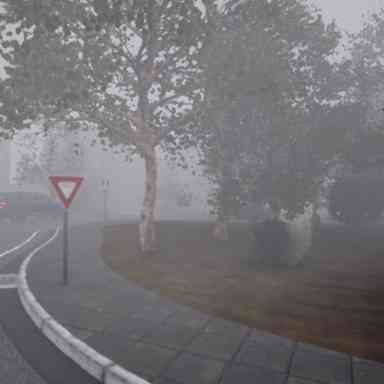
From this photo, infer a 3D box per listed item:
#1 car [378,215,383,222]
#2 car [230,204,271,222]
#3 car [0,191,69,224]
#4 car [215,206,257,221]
[{"bbox_3d":[29.946,4.313,54.460,4.718,1.301,1.895,3,-1,-37],"label":"car"},{"bbox_3d":[7.265,2.347,37.337,5.566,2.045,2.150,5,-3,-37],"label":"car"},{"bbox_3d":[-11.235,0.987,23.010,2.150,2.045,5.566,0,0,27],"label":"car"},{"bbox_3d":[5.353,2.571,39.803,5.008,1.535,1.882,5,-3,-38],"label":"car"}]
